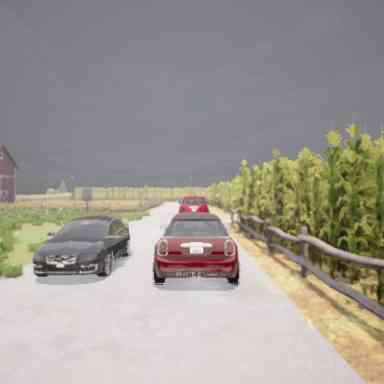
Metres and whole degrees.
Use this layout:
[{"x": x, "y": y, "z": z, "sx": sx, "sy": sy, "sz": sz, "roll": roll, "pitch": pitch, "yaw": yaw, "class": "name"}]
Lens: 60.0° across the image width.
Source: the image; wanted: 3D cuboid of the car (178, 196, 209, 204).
[{"x": 0.141, "y": 1.313, "z": 25.403, "sx": 2.150, "sy": 2.045, "sz": 5.566, "roll": 0, "pitch": 0, "yaw": 0, "class": "car"}]

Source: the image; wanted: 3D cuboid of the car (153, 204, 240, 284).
[{"x": 0.109, "y": 1.388, "z": 9.866, "sx": 2.097, "sy": 1.767, "sz": 4.553, "roll": 0, "pitch": 0, "yaw": 0, "class": "car"}]

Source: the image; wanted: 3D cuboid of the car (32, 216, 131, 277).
[{"x": -3.139, "y": 1.545, "z": 10.406, "sx": 1.837, "sy": 1.490, "sz": 4.892, "roll": 0, "pitch": -1, "yaw": 0, "class": "car"}]
